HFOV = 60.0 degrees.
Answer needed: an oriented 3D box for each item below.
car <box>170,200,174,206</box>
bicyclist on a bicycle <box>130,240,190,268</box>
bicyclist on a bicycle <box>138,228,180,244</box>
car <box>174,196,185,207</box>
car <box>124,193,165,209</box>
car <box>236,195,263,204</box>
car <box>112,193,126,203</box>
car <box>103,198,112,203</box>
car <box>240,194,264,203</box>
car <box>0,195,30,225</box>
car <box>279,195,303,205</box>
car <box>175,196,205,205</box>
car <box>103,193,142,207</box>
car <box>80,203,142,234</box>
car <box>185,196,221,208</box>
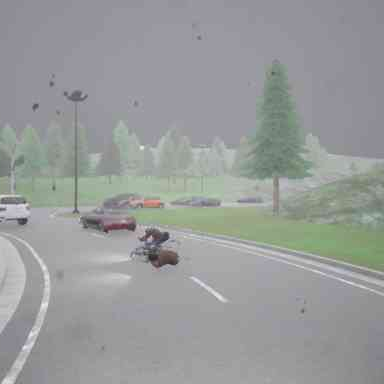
[{"bbox_3d":[-1.253,1.500,54.117,4.892,1.490,1.837,-2,1,-33],"label":"car"},{"bbox_3d":[-0.862,1.805,9.301,1.656,0.582,1.620,6,-8,-2],"label":"bicyclist on a bicycle"},{"bbox_3d":[-1.219,1.662,10.941,1.656,0.582,1.620,-13,28,-2],"label":"bicyclist on a bicycle"},{"bbox_3d":[0.092,1.352,50.810,4.553,1.767,2.097,0,0,-33],"label":"car"},{"bbox_3d":[-5.868,1.352,42.669,4.553,1.767,2.097,0,0,-33],"label":"car"},{"bbox_3d":[10.535,1.600,61.896,4.718,1.301,1.895,0,0,-33],"label":"car"},{"bbox_3d":[-7.972,1.352,45.473,4.553,1.767,2.097,0,0,-33],"label":"car"},{"bbox_3d":[-10.426,1.601,48.047,4.718,1.301,1.895,0,0,-34],"label":"car"},{"bbox_3d":[12.146,1.353,67.095,4.553,1.767,2.097,0,0,-33],"label":"car"},{"bbox_3d":[-13.330,1.221,22.804,5.566,2.045,2.150,0,0,36],"label":"car"},{"bbox_3d":[18.123,1.351,62.680,4.553,1.767,2.097,0,0,-33],"label":"car"},{"bbox_3d":[-0.311,1.491,58.924,4.902,1.511,2.128,0,0,-33],"label":"car"},{"bbox_3d":[-10.809,1.222,51.979,5.566,2.045,2.150,0,0,-33],"label":"car"},{"bbox_3d":[-5.022,1.564,19.657,1.994,1.385,4.181,0,0,-39],"label":"car"},{"bbox_3d":[1.927,1.490,47.830,4.902,1.511,2.128,0,0,-33],"label":"car"}]
